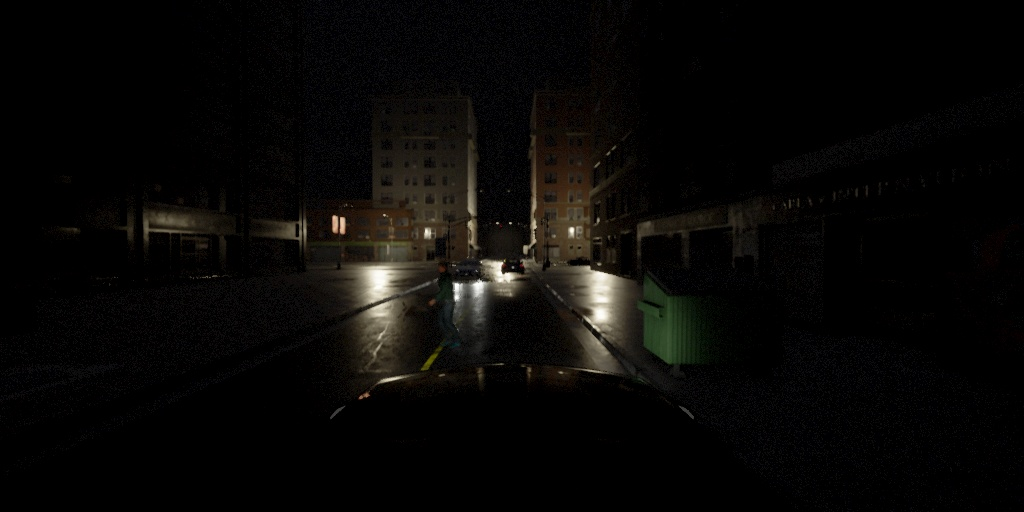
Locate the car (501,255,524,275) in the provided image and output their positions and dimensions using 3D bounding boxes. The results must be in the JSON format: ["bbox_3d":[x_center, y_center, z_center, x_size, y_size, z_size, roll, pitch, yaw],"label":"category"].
[{"bbox_3d":[0.083,0.908,31.892,1.994,1.385,4.181,0,1,0],"label":"car"}]

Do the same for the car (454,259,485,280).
[{"bbox_3d":[-3.083,0.940,26.534,1.812,1.442,4.674,0,1,0],"label":"car"}]

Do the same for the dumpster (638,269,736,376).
[{"bbox_3d":[3.134,1.074,6.859,1.020,1.700,1.940,0,0,0],"label":"dumpster"}]

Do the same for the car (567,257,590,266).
[{"bbox_3d":[9.360,0.724,44.837,4.718,1.301,1.895,0,1,-5],"label":"car"}]

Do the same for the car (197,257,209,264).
[{"bbox_3d":[-37.210,0.773,45.042,5.008,1.535,1.882,0,1,0],"label":"car"}]

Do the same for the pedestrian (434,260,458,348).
[{"bbox_3d":[-1.369,0.965,7.420,0.375,1.860,0.375,0,1,-10],"label":"pedestrian"}]
